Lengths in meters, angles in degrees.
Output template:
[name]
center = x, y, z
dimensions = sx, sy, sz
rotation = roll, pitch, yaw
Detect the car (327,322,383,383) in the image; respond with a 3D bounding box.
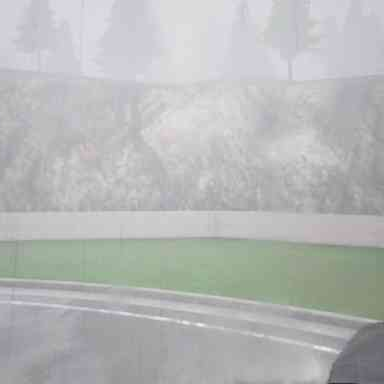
[car]
center = 3.570, 1.548, 1.727
dimensions = 5.357, 1.411, 2.033
rotation = 0, 0, 38
